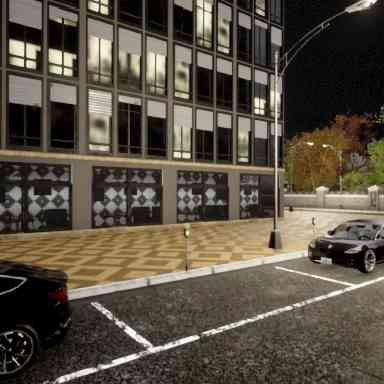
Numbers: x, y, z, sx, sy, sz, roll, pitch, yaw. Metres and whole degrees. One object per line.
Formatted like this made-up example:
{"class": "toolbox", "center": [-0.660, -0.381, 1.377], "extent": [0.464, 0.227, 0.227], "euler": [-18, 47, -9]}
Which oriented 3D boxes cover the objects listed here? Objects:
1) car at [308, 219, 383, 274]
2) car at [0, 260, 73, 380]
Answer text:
{"class": "car", "center": [5.551, 1.562, 10.623], "extent": [4.313, 1.339, 1.947], "euler": [0, 0, -36]}
{"class": "car", "center": [-3.677, 1.566, 3.935], "extent": [4.313, 1.339, 1.947], "euler": [0, 0, -36]}
